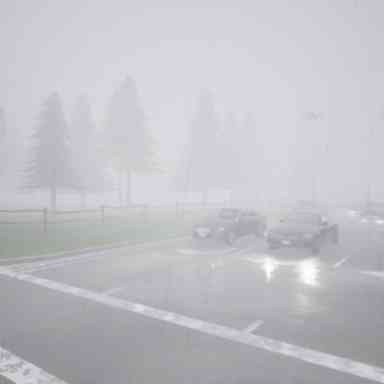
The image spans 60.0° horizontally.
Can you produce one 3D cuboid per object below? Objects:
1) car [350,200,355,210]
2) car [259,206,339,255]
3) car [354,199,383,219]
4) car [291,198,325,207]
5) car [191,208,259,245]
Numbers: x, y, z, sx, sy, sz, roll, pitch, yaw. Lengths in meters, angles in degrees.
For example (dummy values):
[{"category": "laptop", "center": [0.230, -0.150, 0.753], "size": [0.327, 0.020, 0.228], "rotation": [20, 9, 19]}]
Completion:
[{"category": "car", "center": [21.679, 1.623, 42.747], "size": [1.895, 1.301, 4.718], "rotation": [0, 0, 37]}, {"category": "car", "center": [4.725, 1.538, 13.746], "size": [1.812, 1.442, 4.674], "rotation": [0, 0, 36]}, {"category": "car", "center": [16.289, 1.559, 29.563], "size": [2.033, 1.411, 5.357], "rotation": [0, 0, 36]}, {"category": "car", "center": [8.666, 1.375, 25.079], "size": [2.097, 1.767, 4.553], "rotation": [0, 0, 36]}, {"category": "car", "center": [1.856, 1.514, 15.781], "size": [2.128, 1.511, 4.902], "rotation": [0, 0, 36]}]
